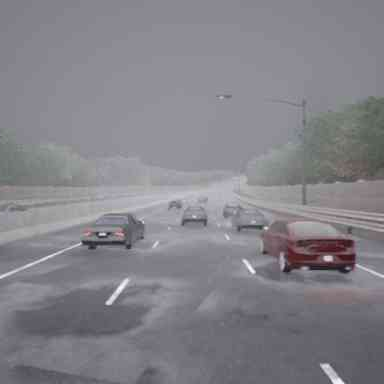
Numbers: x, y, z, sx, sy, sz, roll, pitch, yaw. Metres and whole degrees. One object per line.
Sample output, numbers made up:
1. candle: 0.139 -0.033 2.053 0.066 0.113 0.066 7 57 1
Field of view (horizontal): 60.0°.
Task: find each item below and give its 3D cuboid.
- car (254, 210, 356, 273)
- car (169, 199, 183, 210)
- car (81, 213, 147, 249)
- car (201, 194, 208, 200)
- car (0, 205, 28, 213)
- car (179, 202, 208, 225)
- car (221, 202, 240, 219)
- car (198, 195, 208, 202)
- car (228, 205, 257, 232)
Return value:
1. car: 3.553 1.587 11.091 1.882 1.535 5.008 0 -1 1
2. car: -2.368 1.793 49.321 1.837 1.490 4.892 0 0 3
3. car: -3.351 1.685 15.197 2.033 1.411 5.357 0 -1 1
4. car: 3.462 1.415 89.721 1.812 1.442 4.674 0 1 4
5. car: -13.828 1.690 24.335 2.128 1.511 4.902 0 0 1
6. car: 0.254 1.805 26.775 1.994 1.385 4.181 0 0 2
7. car: 3.970 1.772 32.870 2.128 1.511 4.902 0 0 2
8. car: 2.366 1.648 74.132 2.128 1.511 4.902 0 1 4
9. car: 3.711 1.773 21.983 1.994 1.385 4.181 0 0 1
